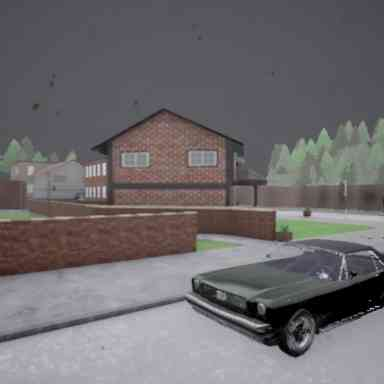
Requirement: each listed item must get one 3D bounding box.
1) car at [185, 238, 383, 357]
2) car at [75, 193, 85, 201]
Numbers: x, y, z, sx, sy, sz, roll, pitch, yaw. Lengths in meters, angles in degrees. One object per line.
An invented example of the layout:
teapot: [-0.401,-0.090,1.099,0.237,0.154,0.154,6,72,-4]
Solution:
car: [2.239,1.614,6.163,4.718,1.301,1.895,0,0,-35]
car: [-12.812,1.006,39.704,1.905,1.878,3.866,0,0,-35]
